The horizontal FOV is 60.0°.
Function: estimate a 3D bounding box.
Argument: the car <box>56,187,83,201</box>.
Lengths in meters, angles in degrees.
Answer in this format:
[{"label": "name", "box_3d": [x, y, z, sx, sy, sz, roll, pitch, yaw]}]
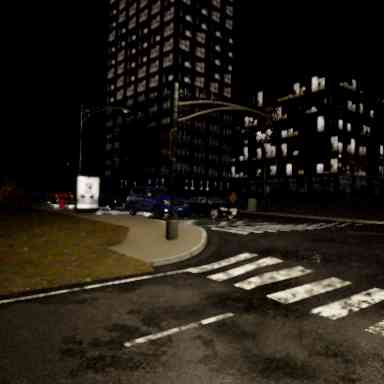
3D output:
[{"label": "car", "box_3d": [-19.693, 0.260, 53.254, 2.150, 2.045, 5.566, 2, -1, -42]}]

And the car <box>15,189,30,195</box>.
[{"label": "car", "box_3d": [-42.169, 0.033, 82.607, 4.674, 1.442, 1.812, 1, -1, 44]}]

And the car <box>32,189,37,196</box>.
[{"label": "car", "box_3d": [-26.906, 0.397, 61.071, 2.033, 1.411, 5.357, 2, -1, -43]}]

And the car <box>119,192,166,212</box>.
[{"label": "car", "box_3d": [-4.676, 0.888, 30.718, 1.882, 1.535, 5.008, 2, 0, -40]}]

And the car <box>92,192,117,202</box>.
[{"label": "car", "box_3d": [-13.564, 0.801, 51.222, 1.994, 1.385, 4.181, 2, -1, -41]}]

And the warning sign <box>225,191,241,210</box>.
[{"label": "warning sign", "box_3d": [4.281, 0.865, 34.751, 1.300, 1.860, 1.060, 1, -1, -40]}]

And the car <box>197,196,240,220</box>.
[{"label": "car", "box_3d": [1.219, 1.067, 23.543, 2.128, 1.511, 4.902, 2, 0, -40]}]

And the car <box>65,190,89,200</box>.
[{"label": "car", "box_3d": [-20.316, 0.550, 58.635, 2.128, 1.511, 4.902, 2, -1, -43]}]

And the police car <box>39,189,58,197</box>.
[{"label": "police car", "box_3d": [-30.864, 0.223, 71.230, 1.930, 1.638, 5.238, 2, -1, -44]}]

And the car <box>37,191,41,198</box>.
[{"label": "car", "box_3d": [-21.216, 0.487, 49.961, 1.812, 1.442, 4.674, 2, -1, -42]}]

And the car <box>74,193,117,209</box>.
[{"label": "car", "box_3d": [-8.681, 0.868, 30.438, 1.895, 1.301, 4.718, 2, 0, -40]}]

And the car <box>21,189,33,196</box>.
[{"label": "car", "box_3d": [-37.866, 0.095, 78.345, 5.008, 1.535, 1.882, 1, -1, 45]}]

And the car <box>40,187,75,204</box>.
[{"label": "car", "box_3d": [-15.254, 0.438, 38.172, 2.097, 1.767, 4.553, 2, -1, -41]}]

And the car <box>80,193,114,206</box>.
[{"label": "car", "box_3d": [-10.996, 0.836, 38.195, 1.895, 1.301, 4.718, 2, 0, -41]}]

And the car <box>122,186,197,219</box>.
[{"label": "car", "box_3d": [-2.447, 0.664, 22.912, 2.150, 2.045, 5.566, 2, 0, -39]}]
